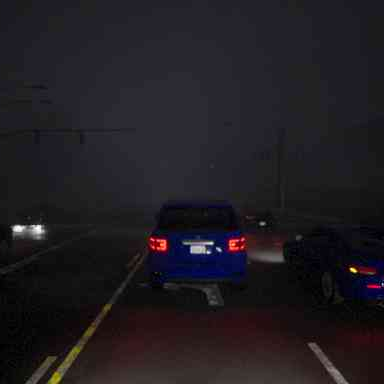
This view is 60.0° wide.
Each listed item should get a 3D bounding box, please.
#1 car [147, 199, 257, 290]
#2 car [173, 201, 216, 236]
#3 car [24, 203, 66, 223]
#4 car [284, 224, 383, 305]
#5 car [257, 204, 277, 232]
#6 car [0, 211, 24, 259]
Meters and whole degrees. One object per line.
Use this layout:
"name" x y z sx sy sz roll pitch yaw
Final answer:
"car" 0.104 1.186 9.097 2.150 2.045 5.566 0 0 0
"car" 0.118 1.380 18.890 2.128 1.511 4.902 0 0 0
"car" -10.488 1.455 23.425 1.994 1.385 4.181 0 1 0
"car" 3.606 1.497 7.912 1.812 1.442 4.674 0 0 0
"car" 3.612 1.414 19.245 1.812 1.442 4.674 0 1 0
"car" -7.084 1.469 9.543 1.837 1.490 4.892 0 0 0
